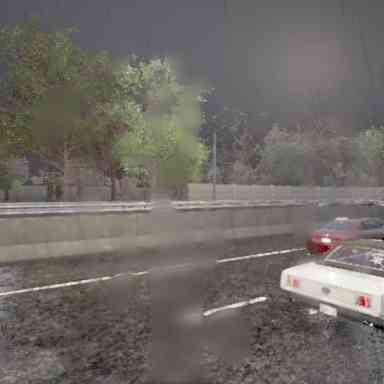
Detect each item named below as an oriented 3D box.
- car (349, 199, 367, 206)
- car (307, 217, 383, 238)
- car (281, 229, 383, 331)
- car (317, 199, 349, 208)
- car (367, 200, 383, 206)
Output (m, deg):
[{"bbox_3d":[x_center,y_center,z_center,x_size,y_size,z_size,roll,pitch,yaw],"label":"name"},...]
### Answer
[{"bbox_3d":[23.828,1.751,46.764,5.008,1.535,1.882,1,-1,-35],"label":"car"},{"bbox_3d":[6.211,1.631,12.500,4.181,1.385,1.994,0,0,-35],"label":"car"},{"bbox_3d":[4.029,1.639,6.670,4.718,1.301,1.895,0,0,-35],"label":"car"},{"bbox_3d":[20.151,1.750,48.408,4.902,1.511,2.128,0,0,-36],"label":"car"},{"bbox_3d":[25.758,1.821,43.843,5.357,1.411,2.033,0,0,-35],"label":"car"}]
